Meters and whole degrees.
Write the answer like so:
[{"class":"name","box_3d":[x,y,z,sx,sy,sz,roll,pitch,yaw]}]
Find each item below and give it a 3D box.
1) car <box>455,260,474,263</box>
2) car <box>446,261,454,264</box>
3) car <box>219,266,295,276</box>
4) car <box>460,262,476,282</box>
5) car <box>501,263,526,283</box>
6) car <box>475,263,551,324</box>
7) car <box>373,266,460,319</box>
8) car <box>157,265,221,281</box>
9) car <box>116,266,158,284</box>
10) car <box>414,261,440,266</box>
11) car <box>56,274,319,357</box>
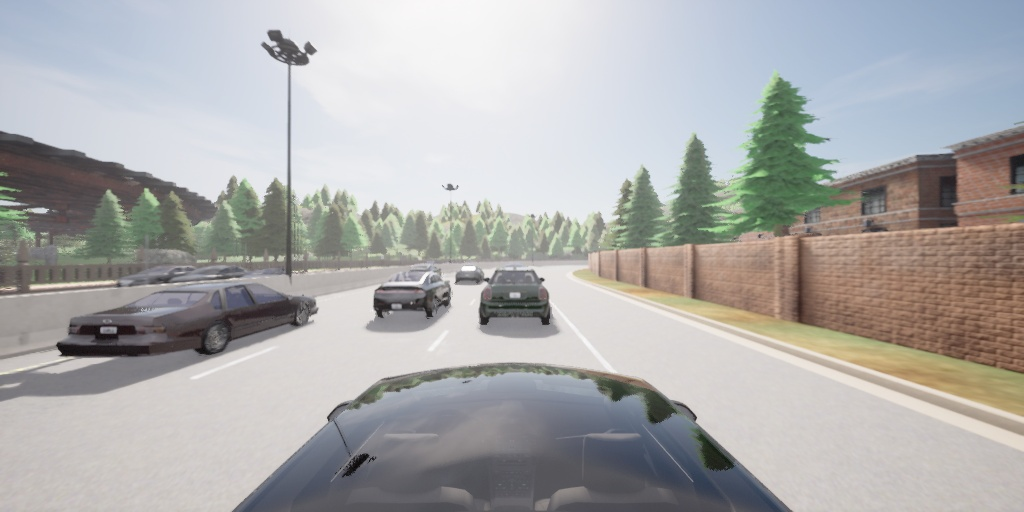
[{"class":"car","box_3d":[-7.694,1.507,63.817,1.882,1.535,5.008,0,0,20]},{"class":"car","box_3d":[-11.244,1.580,64.392,2.033,1.411,5.357,0,0,20]},{"class":"car","box_3d":[-14.085,1.399,20.697,1.994,1.385,4.181,0,0,0]},{"class":"car","box_3d":[-3.353,1.438,29.142,1.994,1.385,4.181,0,0,1]},{"class":"car","box_3d":[0.167,1.356,30.092,1.882,1.535,5.008,0,0,1]},{"class":"car","box_3d":[0.088,1.150,12.349,2.097,1.767,4.553,0,0,0]},{"class":"car","box_3d":[-3.412,1.293,13.046,2.128,1.511,4.902,0,0,0]},{"class":"car","box_3d":[-17.586,1.343,21.290,1.837,1.490,4.892,0,0,0]},{"class":"car","box_3d":[-21.081,1.333,21.957,2.128,1.511,4.902,0,0,0]},{"class":"car","box_3d":[-6.863,1.376,28.579,1.837,1.490,4.892,0,0,1]},{"class":"car","box_3d":[-6.910,1.329,8.652,2.033,1.411,5.357,0,0,0]}]
